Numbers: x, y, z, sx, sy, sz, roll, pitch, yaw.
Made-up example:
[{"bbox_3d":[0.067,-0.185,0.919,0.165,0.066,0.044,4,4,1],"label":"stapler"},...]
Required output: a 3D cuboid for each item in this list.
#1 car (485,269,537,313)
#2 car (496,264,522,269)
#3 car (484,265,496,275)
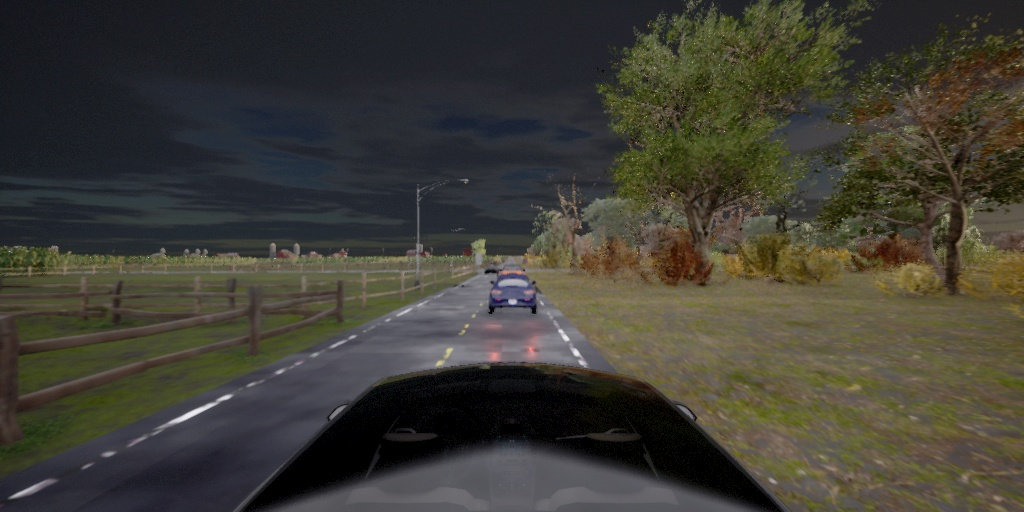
[{"bbox_3d":[0.047,1.453,14.836,1.812,1.442,4.674,0,-1,1],"label":"car"},{"bbox_3d":[0.039,1.465,29.081,2.097,1.767,4.553,0,-1,1],"label":"car"},{"bbox_3d":[-2.798,1.958,49.563,1.895,1.301,4.718,0,-1,1],"label":"car"}]
